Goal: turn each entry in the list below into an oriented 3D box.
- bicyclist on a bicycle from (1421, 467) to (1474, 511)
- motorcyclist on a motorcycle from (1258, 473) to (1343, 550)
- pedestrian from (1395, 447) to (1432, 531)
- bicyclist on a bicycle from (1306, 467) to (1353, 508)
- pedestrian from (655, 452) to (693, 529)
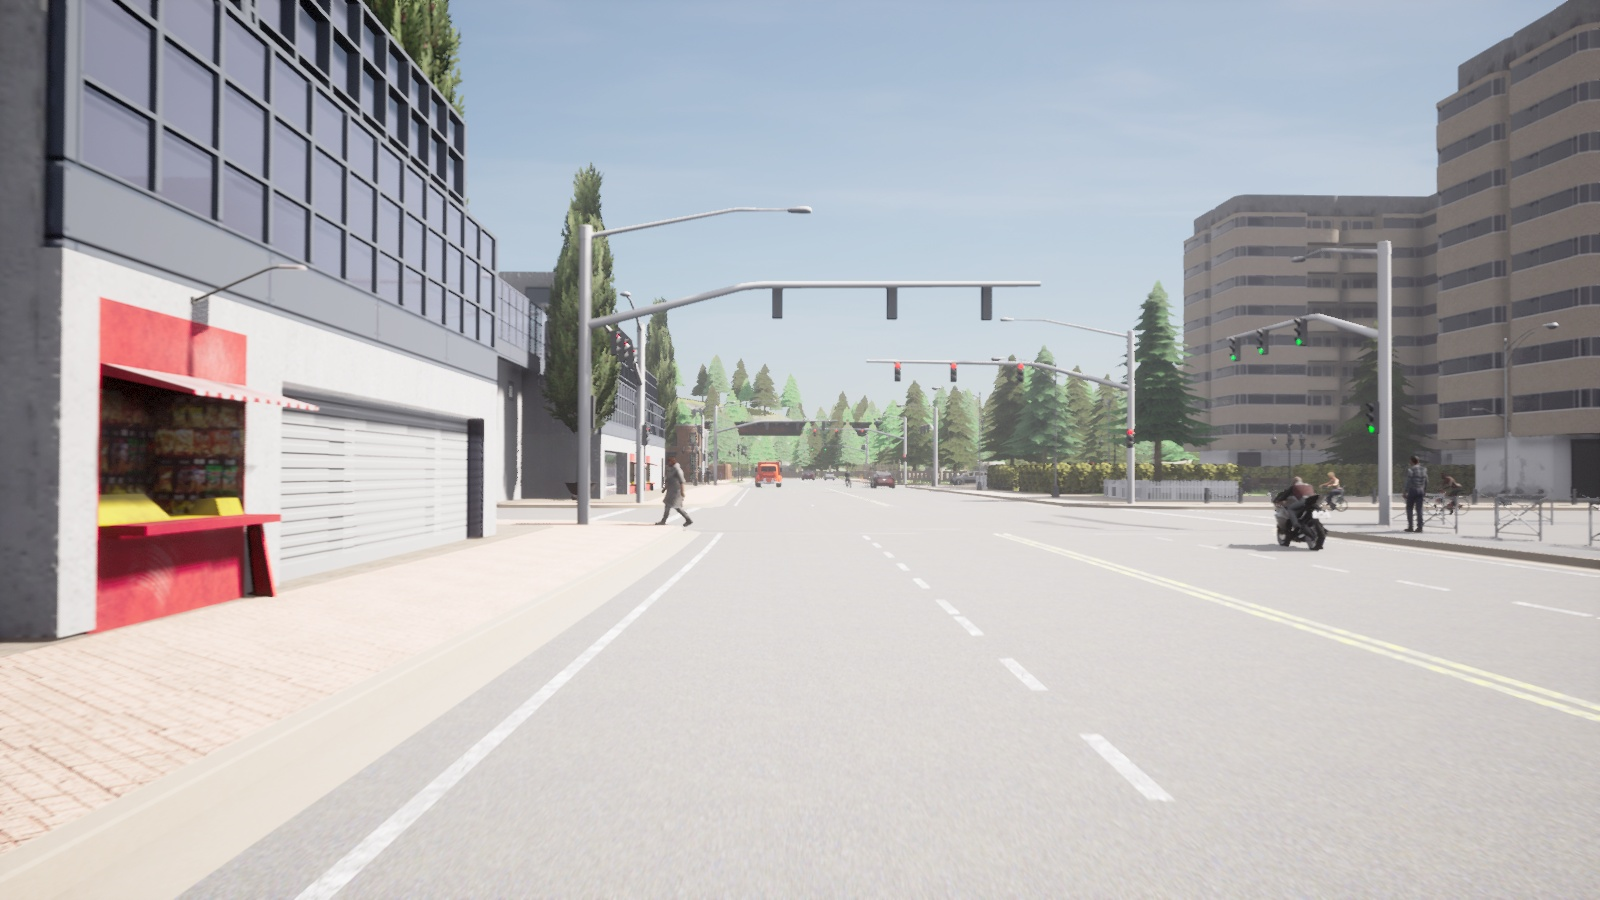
[{"bbox_3d":[24.292,1.459,47.130,1.656,1.620,0.582,0,-1,-2],"label":"bicyclist on a bicycle"},{"bbox_3d":[10.392,1.246,26.181,0.866,1.530,2.191,0,-1,-1],"label":"motorcyclist on a motorcycle"},{"bbox_3d":[14.472,0.912,29.650,0.423,1.949,0.788,0,-1,-5],"label":"pedestrian"},{"bbox_3d":[21.290,1.512,50.531,1.509,1.612,0.866,0,-1,-2],"label":"bicyclist on a bicycle"},{"bbox_3d":[-3.241,1.042,32.343,0.873,1.952,0.659,0,-1,-15],"label":"pedestrian"}]
